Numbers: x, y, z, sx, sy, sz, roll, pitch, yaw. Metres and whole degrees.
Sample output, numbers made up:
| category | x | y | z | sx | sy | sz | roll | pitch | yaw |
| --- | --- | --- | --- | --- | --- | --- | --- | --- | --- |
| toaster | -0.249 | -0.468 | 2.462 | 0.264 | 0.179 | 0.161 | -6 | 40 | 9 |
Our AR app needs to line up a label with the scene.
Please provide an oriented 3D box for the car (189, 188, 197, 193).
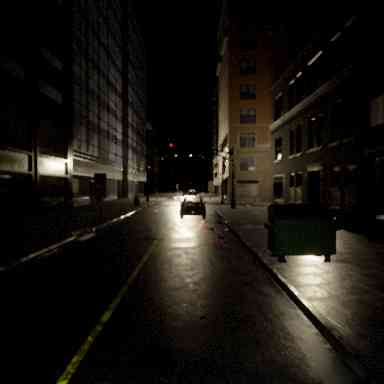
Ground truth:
| category | x | y | z | sx | sy | sz | roll | pitch | yaw |
| --- | --- | --- | --- | --- | --- | --- | --- | --- | --- |
| car | 0.150 | 0.229 | 81.046 | 2.128 | 1.511 | 4.902 | 0 | 1 | 0 |

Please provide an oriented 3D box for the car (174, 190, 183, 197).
| category | x | y | z | sx | sy | sz | roll | pitch | yaw |
| --- | --- | --- | --- | --- | --- | --- | --- | --- | --- |
| car | -2.866 | 0.373 | 72.563 | 1.812 | 1.442 | 4.674 | 0 | 1 | 0 |

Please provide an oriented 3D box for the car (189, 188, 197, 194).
| category | x | y | z | sx | sy | sz | roll | pitch | yaw |
| --- | --- | --- | --- | --- | --- | --- | --- | --- | --- |
| car | 0.169 | -0.268 | 91.429 | 2.097 | 1.767 | 4.553 | 0 | 1 | 0 |

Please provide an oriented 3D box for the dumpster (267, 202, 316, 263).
| category | x | y | z | sx | sy | sz | roll | pitch | yaw |
| --- | --- | --- | --- | --- | --- | --- | --- | --- | --- |
| dumpster | 3.155 | 1.232 | 10.769 | 1.020 | 1.700 | 1.940 | 0 | 1 | 0 |

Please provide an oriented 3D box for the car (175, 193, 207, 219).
| category | x | y | z | sx | sy | sz | roll | pitch | yaw |
| --- | --- | --- | --- | --- | --- | --- | --- | --- | --- |
| car | 0.092 | 1.114 | 24.556 | 2.128 | 1.511 | 4.902 | 0 | 1 | 1 |

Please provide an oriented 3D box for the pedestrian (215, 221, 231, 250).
| category | x | y | z | sx | sy | sz | roll | pitch | yaw |
| --- | --- | --- | --- | --- | --- | --- | --- | --- | --- |
| pedestrian | 1.022 | 1.494 | 11.768 | 0.500 | 1.100 | 0.500 | 0 | 1 | -10 |
